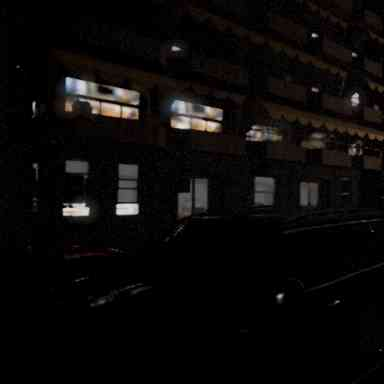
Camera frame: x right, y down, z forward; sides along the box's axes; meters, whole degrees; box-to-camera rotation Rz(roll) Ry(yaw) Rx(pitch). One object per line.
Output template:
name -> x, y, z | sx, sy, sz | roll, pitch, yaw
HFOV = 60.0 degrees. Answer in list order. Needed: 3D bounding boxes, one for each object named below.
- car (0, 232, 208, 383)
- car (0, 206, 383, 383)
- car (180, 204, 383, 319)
car -> -2.126, 1.546, 5.031 | 4.507, 1.381, 1.887 | 0, 1, -36
car -> 0.718, 1.226, 3.908 | 5.566, 2.045, 2.150 | 0, 0, -37
car -> 2.407, 1.324, 8.265 | 5.009, 1.841, 2.192 | 0, 1, -36
